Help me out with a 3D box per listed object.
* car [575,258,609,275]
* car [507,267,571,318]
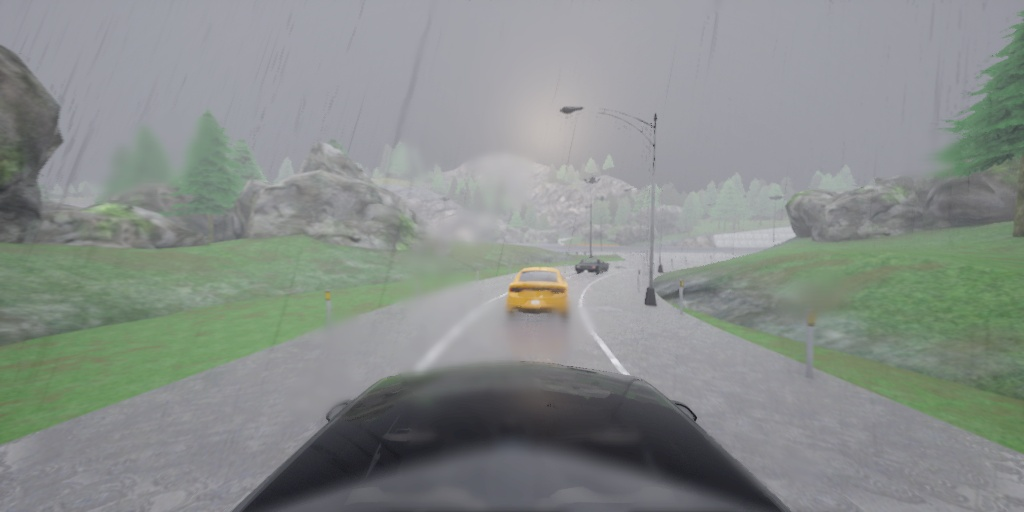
[{"bbox_3d":[6.880,0.850,30.376,1.895,1.301,4.718,2,3,27],"label":"car"},{"bbox_3d":[1.019,1.128,12.629,1.882,1.535,5.008,1,1,7],"label":"car"}]
